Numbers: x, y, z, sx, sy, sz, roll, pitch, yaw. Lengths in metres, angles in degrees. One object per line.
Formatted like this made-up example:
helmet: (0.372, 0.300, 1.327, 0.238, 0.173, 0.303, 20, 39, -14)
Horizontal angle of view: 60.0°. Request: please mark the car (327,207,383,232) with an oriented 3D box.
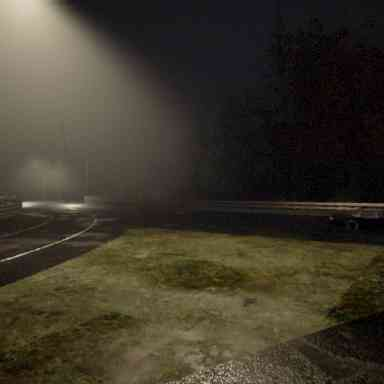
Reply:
car: (10.461, 1.547, 18.490, 5.357, 1.411, 2.033, 0, 0, 32)
